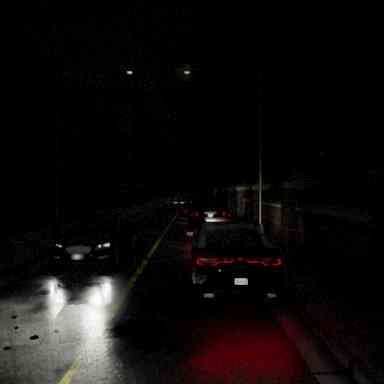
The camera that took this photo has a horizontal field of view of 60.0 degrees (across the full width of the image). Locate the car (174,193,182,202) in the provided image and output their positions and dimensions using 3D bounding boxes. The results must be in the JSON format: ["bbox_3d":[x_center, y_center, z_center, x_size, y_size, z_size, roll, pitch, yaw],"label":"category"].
[{"bbox_3d":[-3.051,1.291,78.612,2.150,2.045,5.566,0,0,0],"label":"car"}]

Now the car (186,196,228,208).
[{"bbox_3d":[0.888,1.229,18.563,2.150,2.045,5.566,0,0,0],"label":"car"}]

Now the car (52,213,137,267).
[{"bbox_3d":[-3.107,1.494,11.459,2.128,1.511,4.902,0,0,0],"label":"car"}]

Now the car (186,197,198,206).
[{"bbox_3d":[-0.039,1.608,58.539,1.994,1.385,4.181,0,0,0],"label":"car"}]

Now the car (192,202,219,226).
[{"bbox_3d":[0.884,1.533,24.534,1.812,1.442,4.674,0,0,0],"label":"car"}]

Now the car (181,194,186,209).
[{"bbox_3d":[-0.013,1.378,45.283,2.097,1.767,4.553,0,0,0],"label":"car"}]

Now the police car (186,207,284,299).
[{"bbox_3d":[0.894,1.427,8.644,1.930,1.638,5.238,0,0,0],"label":"police car"}]
